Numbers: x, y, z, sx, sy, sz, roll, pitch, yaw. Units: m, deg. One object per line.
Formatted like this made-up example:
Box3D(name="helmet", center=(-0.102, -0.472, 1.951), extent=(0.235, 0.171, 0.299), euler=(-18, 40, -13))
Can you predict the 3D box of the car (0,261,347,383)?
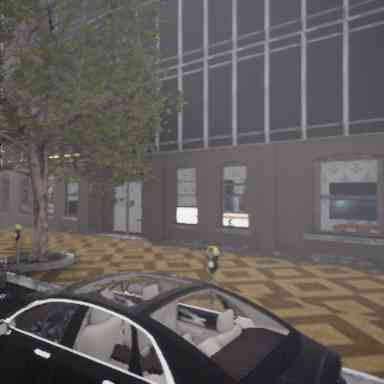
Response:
Box3D(name="car", center=(-0.785, 1.548, 3.437), extent=(4.403, 1.369, 2.008), euler=(0, 0, 36))
